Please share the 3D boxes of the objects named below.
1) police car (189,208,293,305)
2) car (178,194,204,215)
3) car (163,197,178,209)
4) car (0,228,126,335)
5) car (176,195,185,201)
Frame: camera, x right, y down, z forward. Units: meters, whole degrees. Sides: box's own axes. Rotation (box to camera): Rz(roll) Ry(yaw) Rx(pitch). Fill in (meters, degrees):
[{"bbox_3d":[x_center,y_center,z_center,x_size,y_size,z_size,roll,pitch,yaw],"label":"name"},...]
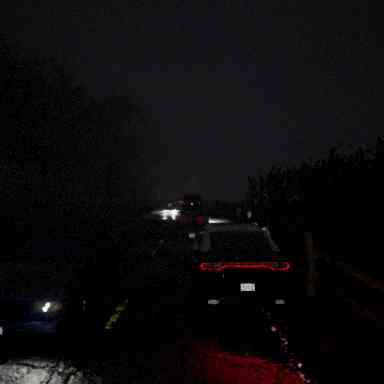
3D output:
[{"bbox_3d":[0.948,1.423,8.268,1.930,1.638,5.238,0,0,0],"label":"police car"},{"bbox_3d":[0.009,1.216,33.847,2.150,2.045,5.566,0,0,0],"label":"car"},{"bbox_3d":[-2.821,1.485,44.296,2.128,1.511,4.902,0,0,0],"label":"car"},{"bbox_3d":[-2.763,1.545,7.284,2.033,1.411,5.357,0,0,0],"label":"car"},{"bbox_3d":[-2.880,1.562,82.484,1.994,1.385,4.181,0,0,0],"label":"car"}]
